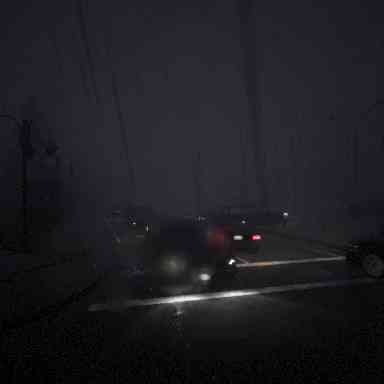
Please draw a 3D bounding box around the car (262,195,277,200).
[{"bbox_3d":[10.378,1.278,47.098,2.152,1.636,5.027,0,0,-17],"label":"car"}]

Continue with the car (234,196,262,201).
[{"bbox_3d":[7.389,1.288,46.145,2.007,1.523,4.514,0,0,-17],"label":"car"}]

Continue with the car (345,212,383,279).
[{"bbox_3d":[6.527,1.475,8.231,5.008,1.535,1.882,0,0,39],"label":"car"}]

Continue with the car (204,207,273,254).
[{"bbox_3d":[1.352,1.538,13.388,2.033,1.411,5.357,0,0,-4],"label":"car"}]

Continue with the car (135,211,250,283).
[{"bbox_3d":[-0.371,1.543,10.104,2.033,1.411,5.357,0,0,-15],"label":"car"}]

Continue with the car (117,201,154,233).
[{"bbox_3d":[-3.095,1.529,19.941,2.033,1.411,5.357,0,0,-17],"label":"car"}]

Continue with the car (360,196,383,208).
[{"bbox_3d":[23.932,1.274,43.159,1.845,1.501,3.633,0,0,-17],"label":"car"}]

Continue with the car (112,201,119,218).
[{"bbox_3d":[-6.246,1.515,30.096,2.033,1.411,5.357,0,0,-17],"label":"car"}]

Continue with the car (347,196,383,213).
[{"bbox_3d":[15.610,1.356,29.180,1.970,1.475,3.806,0,0,-17],"label":"car"}]

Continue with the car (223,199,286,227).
[{"bbox_3d":[2.853,1.467,19.894,5.357,1.411,2.033,-3,1,-15],"label":"car"}]
